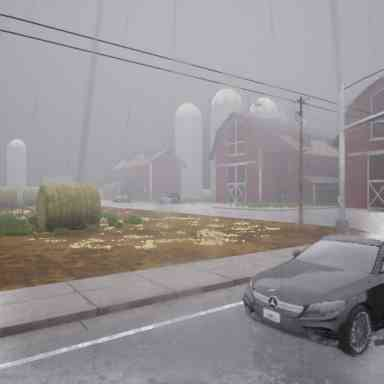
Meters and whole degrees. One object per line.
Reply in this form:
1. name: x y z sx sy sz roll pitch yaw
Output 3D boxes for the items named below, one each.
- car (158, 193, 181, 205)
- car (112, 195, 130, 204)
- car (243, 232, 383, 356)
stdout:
1. car: -3.919 1.118 57.685 3.866 1.878 1.905 -2 5 11
2. car: -13.687 1.328 64.047 2.097 1.767 4.553 0 0 -37
3. car: 3.044 1.526 6.164 4.674 1.442 1.812 0 0 -36
